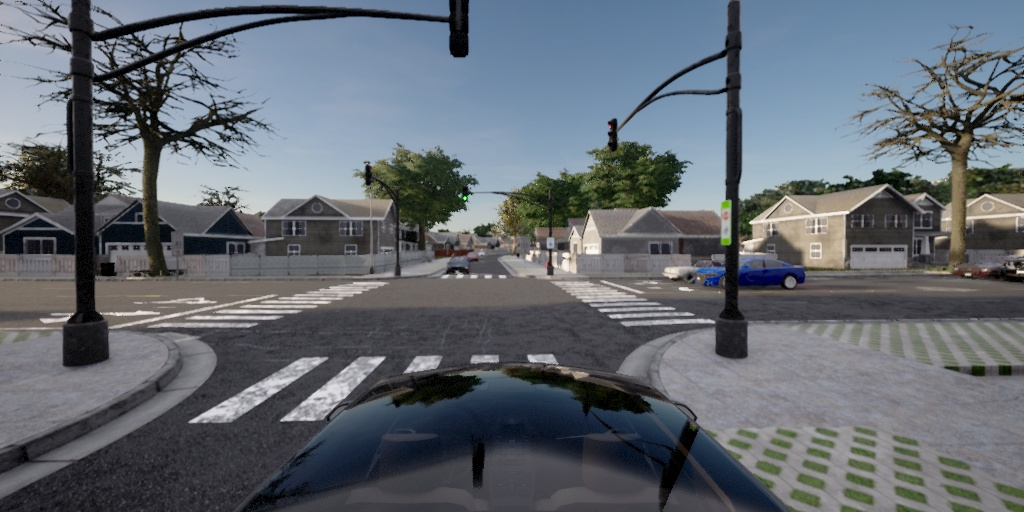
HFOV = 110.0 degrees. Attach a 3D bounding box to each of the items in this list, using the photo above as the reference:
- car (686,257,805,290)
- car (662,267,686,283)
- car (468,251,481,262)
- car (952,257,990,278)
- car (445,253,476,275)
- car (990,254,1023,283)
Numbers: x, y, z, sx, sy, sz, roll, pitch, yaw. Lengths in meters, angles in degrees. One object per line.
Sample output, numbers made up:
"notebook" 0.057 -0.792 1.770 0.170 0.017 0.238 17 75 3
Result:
"car" 11.736 0.828 17.873 5.008 1.535 1.882 0 1 -2
"car" 11.475 0.909 21.117 4.718 1.301 1.895 0 1 -2
"car" -5.973 0.179 53.467 1.882 1.535 5.008 0 2 -4
"car" 30.397 0.707 21.907 5.357 1.411 2.033 -1 1 -2
"car" -4.307 0.738 29.593 2.033 1.411 5.357 0 1 -4
"car" 29.030 0.441 18.593 5.566 2.045 2.150 -1 1 -2
